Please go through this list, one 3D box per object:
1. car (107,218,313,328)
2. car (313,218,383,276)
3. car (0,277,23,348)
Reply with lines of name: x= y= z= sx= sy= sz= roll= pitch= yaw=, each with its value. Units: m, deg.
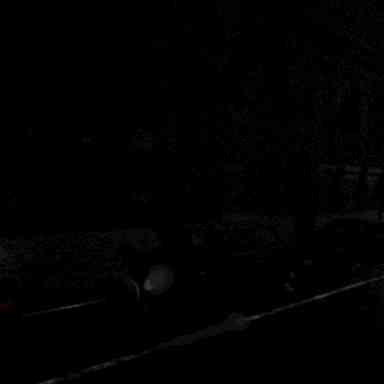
car: x=0.349 y=1.416 z=6.894 sx=4.097 sy=1.590 sz=1.967 roll=0 pitch=0 yaw=-35
car: x=4.910 y=1.507 z=10.146 sx=4.313 sy=1.339 sz=1.947 roll=0 pitch=0 yaw=-35
car: x=-4.212 y=1.592 z=3.643 sx=4.206 sy=1.307 sz=1.802 roll=0 pitch=0 yaw=-35
